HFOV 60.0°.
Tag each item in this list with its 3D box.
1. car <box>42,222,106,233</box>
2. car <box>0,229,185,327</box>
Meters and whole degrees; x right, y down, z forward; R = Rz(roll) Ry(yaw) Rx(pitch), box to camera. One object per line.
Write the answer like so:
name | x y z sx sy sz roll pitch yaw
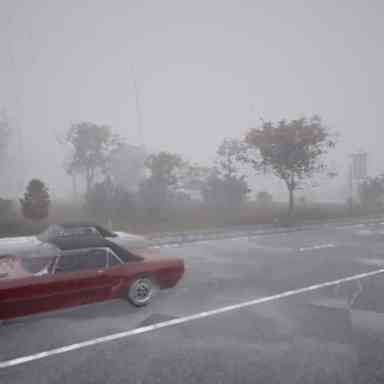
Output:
car | -3.824 1.579 9.767 4.718 1.301 1.895 0 0 -34
car | -2.560 1.587 6.386 4.718 1.301 1.895 0 0 -35
